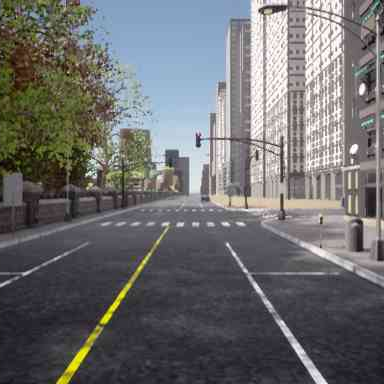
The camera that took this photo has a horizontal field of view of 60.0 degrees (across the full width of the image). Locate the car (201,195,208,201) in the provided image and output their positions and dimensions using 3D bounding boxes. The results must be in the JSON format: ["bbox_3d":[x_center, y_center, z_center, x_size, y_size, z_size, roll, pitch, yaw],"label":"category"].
[{"bbox_3d":[3.149,1.582,85.357,1.812,1.442,4.674,0,0,0],"label":"car"}]

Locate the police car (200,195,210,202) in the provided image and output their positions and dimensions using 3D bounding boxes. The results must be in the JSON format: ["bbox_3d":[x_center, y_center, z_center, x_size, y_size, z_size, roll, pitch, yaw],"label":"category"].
[{"bbox_3d":[3.134,1.469,78.467,1.930,1.638,5.238,0,0,0],"label":"police car"}]
